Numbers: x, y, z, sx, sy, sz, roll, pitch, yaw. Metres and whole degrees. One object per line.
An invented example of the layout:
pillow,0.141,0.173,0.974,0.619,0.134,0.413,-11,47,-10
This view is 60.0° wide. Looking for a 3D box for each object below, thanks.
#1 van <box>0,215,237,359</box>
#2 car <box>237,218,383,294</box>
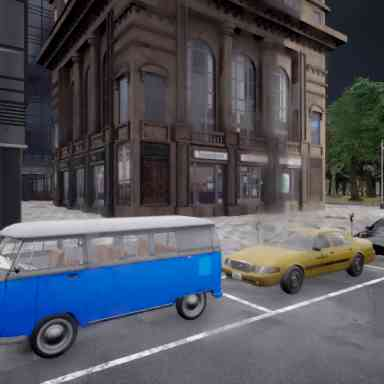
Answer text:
van,-1.337,1.341,5.695,3.998,1.788,1.690,0,0,-35
car,2.954,1.525,8.750,4.829,1.417,1.752,0,0,-35
